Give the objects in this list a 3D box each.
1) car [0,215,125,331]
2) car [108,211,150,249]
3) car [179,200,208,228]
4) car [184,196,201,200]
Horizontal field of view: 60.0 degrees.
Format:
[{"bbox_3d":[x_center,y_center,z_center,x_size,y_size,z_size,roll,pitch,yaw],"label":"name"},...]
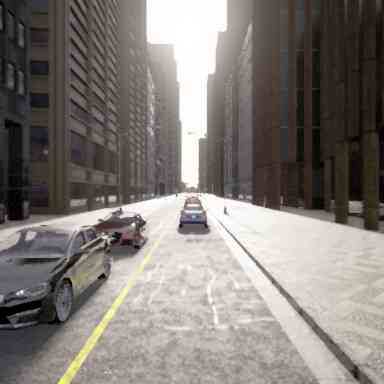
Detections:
[{"bbox_3d":[-3.068,1.481,7.163,2.128,1.511,4.902,0,0,0],"label":"car"},{"bbox_3d":[-3.003,1.542,14.357,1.994,1.385,4.181,0,0,0],"label":"car"},{"bbox_3d":[0.096,1.513,22.082,2.033,1.411,5.357,0,0,0],"label":"car"},{"bbox_3d":[0.092,1.282,42.094,2.097,1.767,4.553,0,0,0],"label":"car"}]
